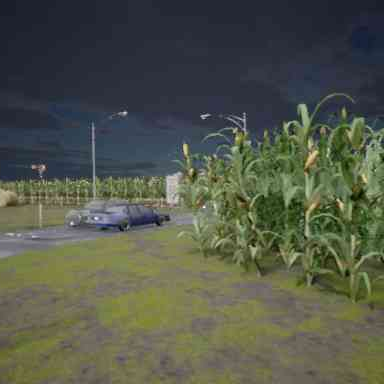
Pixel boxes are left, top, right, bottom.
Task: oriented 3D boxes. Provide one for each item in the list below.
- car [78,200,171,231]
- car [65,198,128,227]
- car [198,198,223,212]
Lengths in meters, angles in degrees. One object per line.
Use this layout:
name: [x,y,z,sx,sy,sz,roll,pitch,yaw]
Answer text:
car: [-3.493,1.384,19.184,2.033,1.411,5.357,-1,0,35]
car: [-5.677,1.233,21.046,2.097,1.767,4.553,-1,0,34]
car: [2.469,1.230,32.871,2.128,1.511,4.902,-1,0,35]
